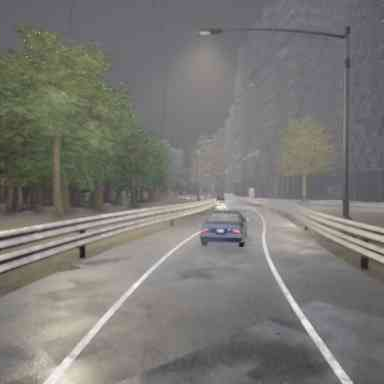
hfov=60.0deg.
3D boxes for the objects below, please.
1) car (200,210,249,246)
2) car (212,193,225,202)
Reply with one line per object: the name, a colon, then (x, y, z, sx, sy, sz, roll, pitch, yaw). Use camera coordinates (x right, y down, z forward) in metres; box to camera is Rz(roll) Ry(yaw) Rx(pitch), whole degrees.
car: (1.586, 1.555, 15.333, 2.033, 1.411, 5.357, 0, 0, 11)
car: (5.952, 1.172, 75.600, 2.150, 2.045, 5.566, 0, 0, -8)
